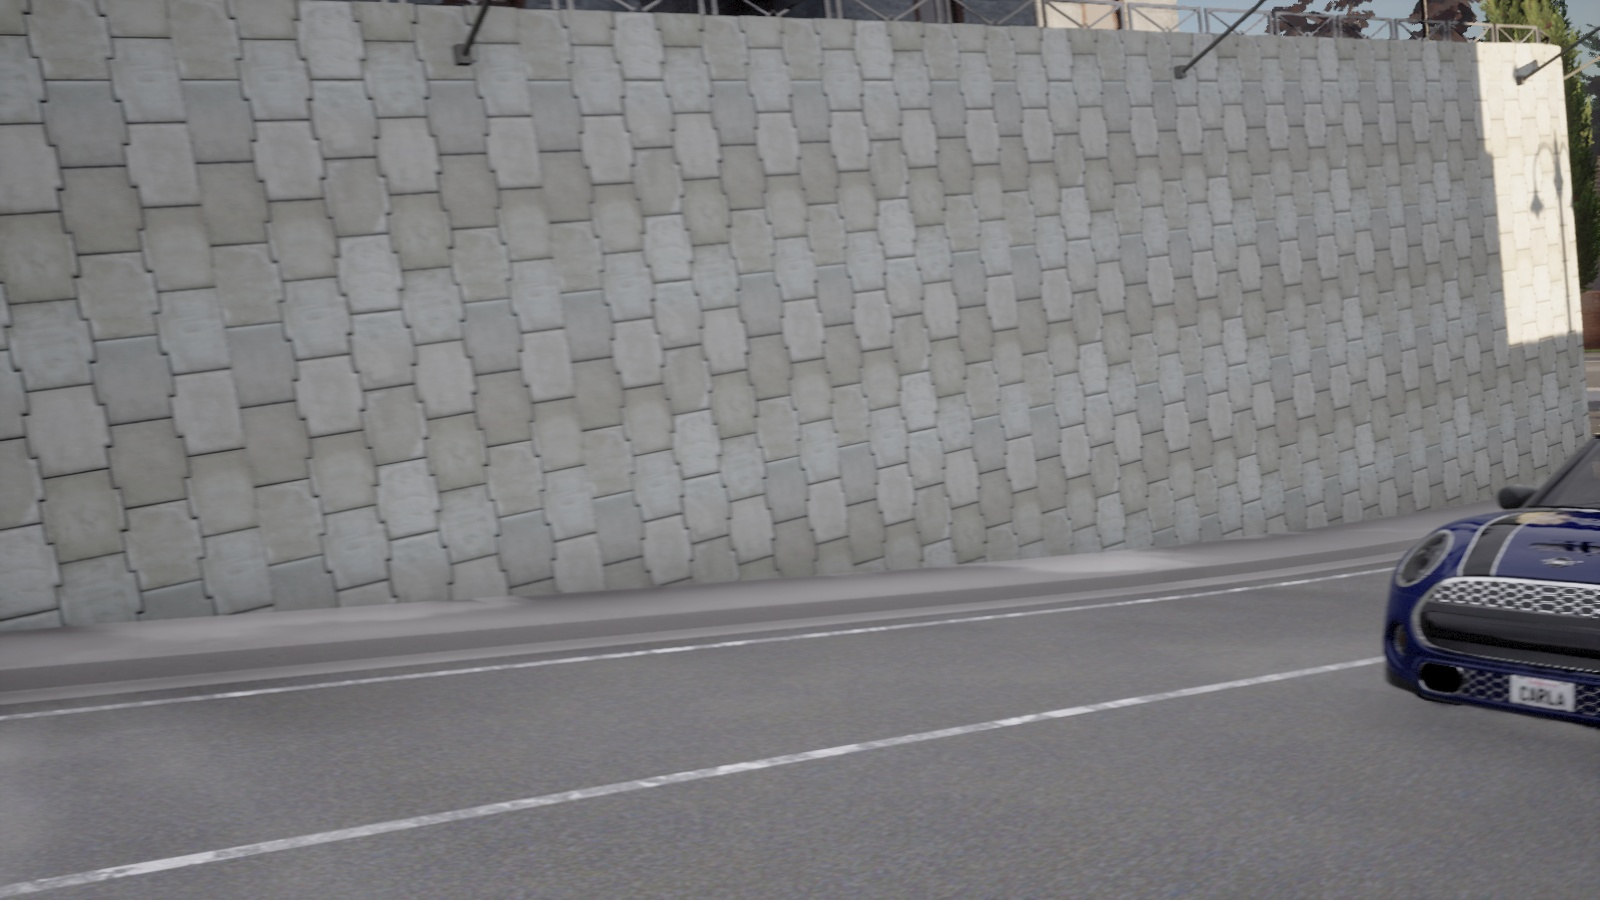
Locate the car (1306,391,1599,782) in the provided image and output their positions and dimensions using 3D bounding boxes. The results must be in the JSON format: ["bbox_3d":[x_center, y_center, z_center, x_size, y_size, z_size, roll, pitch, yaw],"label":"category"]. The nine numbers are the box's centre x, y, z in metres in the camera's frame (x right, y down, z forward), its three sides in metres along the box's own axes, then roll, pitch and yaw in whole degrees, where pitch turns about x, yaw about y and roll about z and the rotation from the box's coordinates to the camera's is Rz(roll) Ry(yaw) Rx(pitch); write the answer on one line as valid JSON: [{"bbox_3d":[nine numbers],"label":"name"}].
[{"bbox_3d":[5.239,0.605,7.307,4.553,1.767,2.097,0,0,-35],"label":"car"}]
